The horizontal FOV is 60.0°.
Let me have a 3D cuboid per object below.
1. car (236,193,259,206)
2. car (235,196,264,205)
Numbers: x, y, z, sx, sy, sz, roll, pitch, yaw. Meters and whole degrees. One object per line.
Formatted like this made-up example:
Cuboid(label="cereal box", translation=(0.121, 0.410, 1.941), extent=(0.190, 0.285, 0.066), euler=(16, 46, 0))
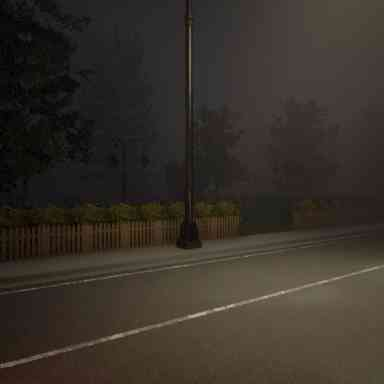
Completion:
Cuboid(label="car", translation=(10.054, 1.222, 54.874), extent=(2.150, 2.045, 5.566), euler=(0, 0, -36))
Cuboid(label="car", translation=(10.342, 1.547, 60.498), extent=(2.033, 1.411, 5.357), euler=(0, 0, -35))
